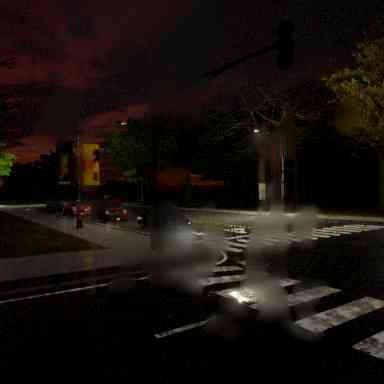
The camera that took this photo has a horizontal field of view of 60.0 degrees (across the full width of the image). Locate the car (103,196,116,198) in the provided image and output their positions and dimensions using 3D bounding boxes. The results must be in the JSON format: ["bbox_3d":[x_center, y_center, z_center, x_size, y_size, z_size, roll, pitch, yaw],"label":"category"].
[{"bbox_3d":[-13.810,1.781,50.379,2.097,1.767,4.553,-1,0,-35],"label":"car"}]

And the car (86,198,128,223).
[{"bbox_3d":[-7.493,1.716,29.806,2.097,1.767,4.553,-1,0,-35],"label":"car"}]

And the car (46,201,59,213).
[{"bbox_3d":[-18.865,2.034,46.126,1.882,1.535,5.008,-1,0,-35],"label":"car"}]

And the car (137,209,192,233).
[{"bbox_3d":[-1.993,1.819,22.056,2.033,1.411,5.357,-1,0,-29],"label":"car"}]

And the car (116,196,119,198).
[{"bbox_3d":[-14.010,1.634,56.427,2.150,2.045,5.566,-1,0,-35],"label":"car"}]

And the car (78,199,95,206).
[{"bbox_3d":[-21.175,2.098,66.666,1.994,1.385,4.181,-1,0,-35],"label":"car"}]

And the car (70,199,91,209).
[{"bbox_3d":[-19.674,2.077,58.688,2.033,1.411,5.357,-1,0,-35],"label":"car"}]

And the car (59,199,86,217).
[{"bbox_3d":[-13.105,1.811,37.824,2.097,1.767,4.553,-1,0,-35],"label":"car"}]
